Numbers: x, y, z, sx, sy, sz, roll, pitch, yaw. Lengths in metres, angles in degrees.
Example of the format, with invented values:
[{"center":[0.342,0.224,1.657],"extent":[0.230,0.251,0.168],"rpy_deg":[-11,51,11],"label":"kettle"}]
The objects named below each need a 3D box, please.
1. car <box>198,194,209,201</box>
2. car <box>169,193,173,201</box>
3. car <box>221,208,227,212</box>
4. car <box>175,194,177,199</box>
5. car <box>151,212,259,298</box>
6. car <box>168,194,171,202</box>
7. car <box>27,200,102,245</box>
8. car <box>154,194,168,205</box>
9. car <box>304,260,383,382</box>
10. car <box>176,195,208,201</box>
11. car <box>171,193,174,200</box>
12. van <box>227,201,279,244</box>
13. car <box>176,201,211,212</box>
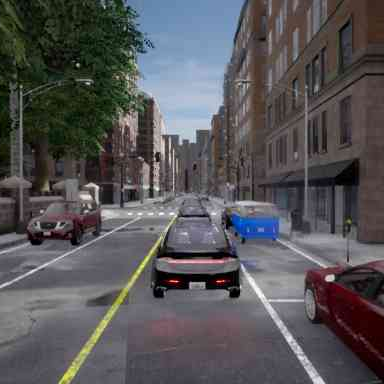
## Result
[{"center":[2.830,1.385,75.612],"extent":[1.967,1.590,4.097],"rpy_deg":[0,0,0],"label":"car"},{"center":[-5.693,1.492,70.123],"extent":[1.887,1.381,4.507],"rpy_deg":[0,0,0],"label":"car"},{"center":[2.848,1.557,21.236],"extent":[1.947,1.339,4.313],"rpy_deg":[0,0,0],"label":"car"},{"center":[-5.698,1.495,86.475],"extent":[2.008,1.369,4.403],"rpy_deg":[0,0,0],"label":"car"},{"center":[0.097,1.490,8.476],"extent":[2.128,1.511,4.902],"rpy_deg":[0,0,0],"label":"car"},{"center":[-5.691,1.501,64.672],"extent":[2.008,1.369,4.403],"rpy_deg":[0,0,0],"label":"car"},{"center":[-5.675,1.310,15.533],"extent":[2.192,1.841,5.009],"rpy_deg":[0,0,0],"label":"car"},{"center":[-5.689,1.479,59.051],"extent":[1.752,1.417,4.829],"rpy_deg":[0,0,0],"label":"car"},{"center":[2.853,1.544,4.254],"extent":[1.887,1.381,4.507],"rpy_deg":[0,0,0],"label":"car"},{"center":[-0.010,1.338,27.592],"extent":[2.097,1.767,4.553],"rpy_deg":[0,0,0],"label":"car"},{"center":[-5.694,1.490,75.574],"extent":[1.887,1.381,4.507],"rpy_deg":[0,0,0],"label":"car"},{"center":[2.849,1.336,15.575],"extent":[1.690,1.788,3.998],"rpy_deg":[0,0,0],"label":"van"},{"center":[0.092,1.485,18.415],"extent":[2.128,1.511,4.902],"rpy_deg":[0,0,0],"label":"car"}]
